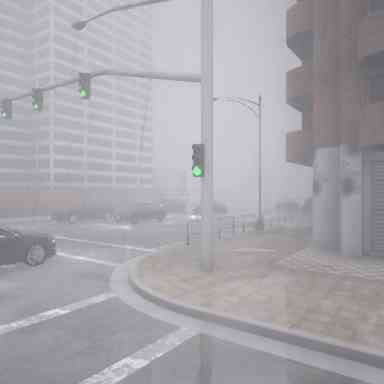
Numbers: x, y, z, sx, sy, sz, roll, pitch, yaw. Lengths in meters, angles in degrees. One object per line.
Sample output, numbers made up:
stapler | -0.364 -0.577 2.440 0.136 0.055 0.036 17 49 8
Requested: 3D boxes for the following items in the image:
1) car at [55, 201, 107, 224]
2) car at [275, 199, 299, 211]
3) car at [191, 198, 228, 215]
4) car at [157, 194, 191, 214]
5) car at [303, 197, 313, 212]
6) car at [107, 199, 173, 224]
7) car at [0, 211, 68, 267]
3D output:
car | -8.118 1.478 25.195 1.882 1.535 5.008 0 0 35
car | 11.648 1.526 40.701 1.812 1.442 4.674 0 0 35
car | 1.881 1.564 33.234 1.994 1.385 4.181 0 0 36
car | -2.541 1.352 33.063 2.097 1.767 4.553 0 0 35
car | 14.527 1.352 38.682 2.097 1.767 4.553 0 0 35
car | -3.817 1.526 25.182 1.812 1.442 4.674 0 0 35
car | -6.261 1.505 9.295 1.837 1.490 4.892 0 0 35
